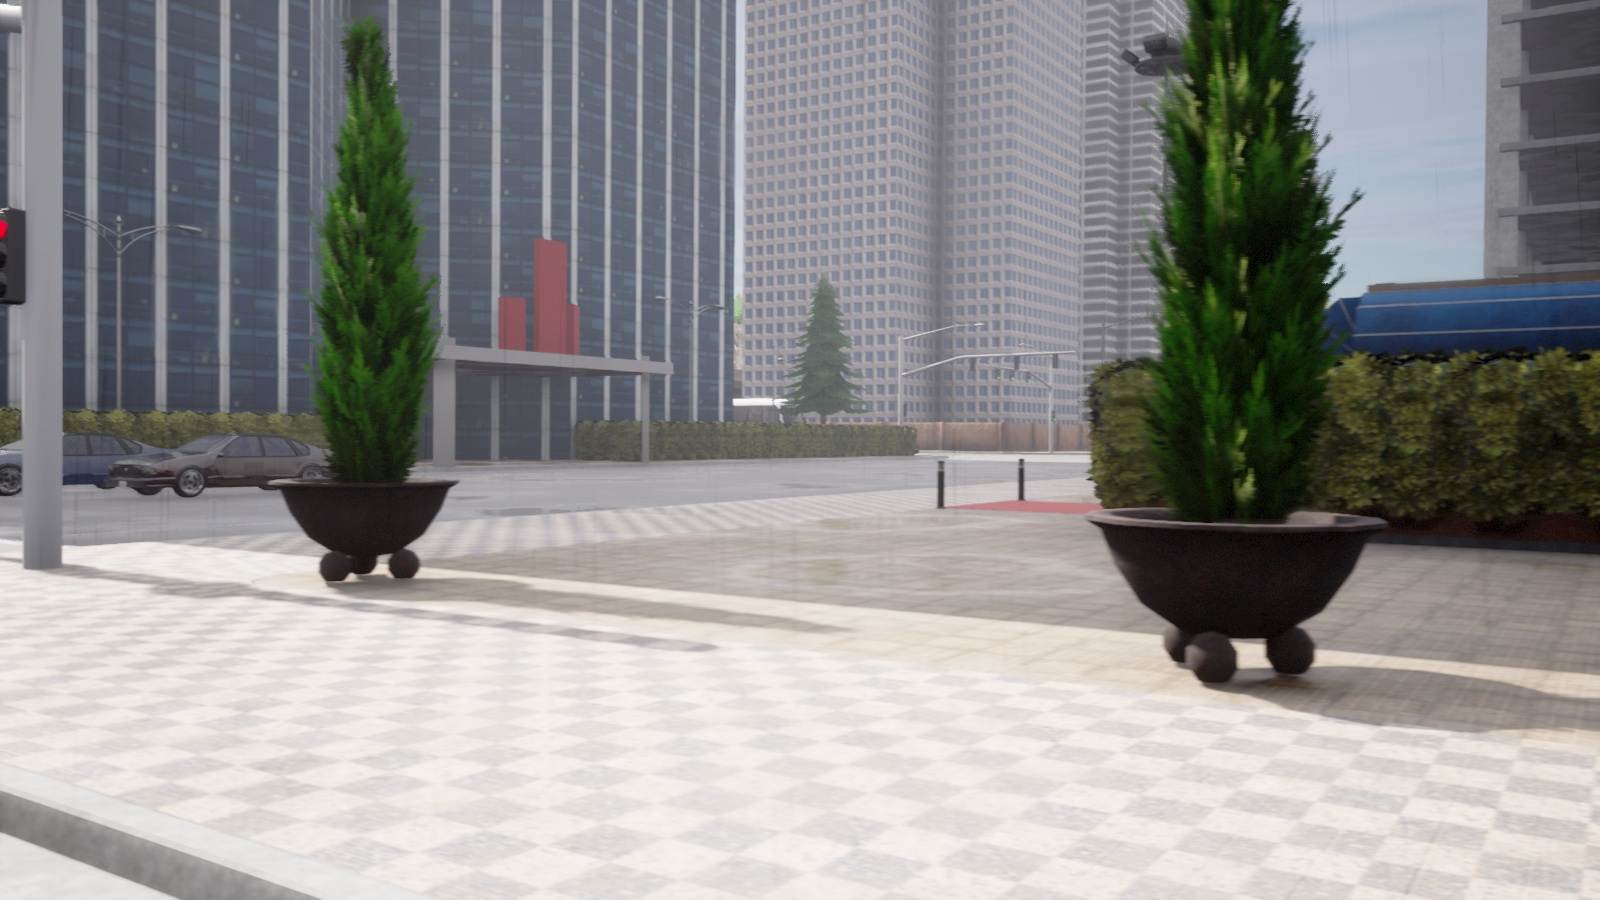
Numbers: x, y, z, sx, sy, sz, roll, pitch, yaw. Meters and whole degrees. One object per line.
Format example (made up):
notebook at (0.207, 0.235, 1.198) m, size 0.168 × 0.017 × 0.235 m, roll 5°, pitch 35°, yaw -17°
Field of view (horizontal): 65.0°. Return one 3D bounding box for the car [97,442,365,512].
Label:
car at (-12.927, 0.546, 28.933) m, size 2.033 × 1.411 × 5.357 m, roll 0°, pitch 1°, yaw 33°

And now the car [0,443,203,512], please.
car at (-16.982, 0.586, 29.120) m, size 2.033 × 1.411 × 5.357 m, roll 0°, pitch 1°, yaw 33°
